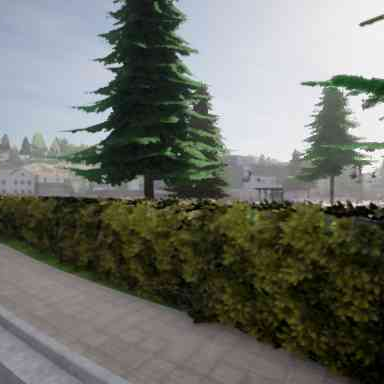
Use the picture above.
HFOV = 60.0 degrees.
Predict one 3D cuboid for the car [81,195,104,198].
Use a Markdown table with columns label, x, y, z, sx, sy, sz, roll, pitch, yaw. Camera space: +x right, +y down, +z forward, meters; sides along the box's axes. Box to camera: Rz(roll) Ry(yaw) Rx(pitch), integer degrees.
| label | x | y | z | sx | sy | sz | roll | pitch | yaw |
| --- | --- | --- | --- | --- | --- | --- | --- | --- | --- |
| car | -24.877 | 1.525 | 85.140 | 5.027 | 1.636 | 2.152 | 0 | 0 | -41 |

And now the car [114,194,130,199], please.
| label | x | y | z | sx | sy | sz | roll | pitch | yaw |
| --- | --- | --- | --- | --- | --- | --- | --- | --- | --- |
| car | -14.240 | 1.406 | 73.586 | 4.605 | 1.855 | 1.932 | 0 | 0 | -41 |

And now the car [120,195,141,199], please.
| label | x | y | z | sx | sy | sz | roll | pitch | yaw |
| --- | --- | --- | --- | --- | --- | --- | --- | --- | --- |
| car | -9.669 | 1.620 | 56.861 | 3.806 | 1.475 | 1.970 | 0 | 0 | -41 |

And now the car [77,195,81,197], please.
| label | x | y | z | sx | sy | sz | roll | pitch | yaw |
| --- | --- | --- | --- | --- | --- | --- | --- | --- | --- |
| car | -29.342 | 1.629 | 89.761 | 3.806 | 1.475 | 1.970 | 0 | 0 | -41 |
